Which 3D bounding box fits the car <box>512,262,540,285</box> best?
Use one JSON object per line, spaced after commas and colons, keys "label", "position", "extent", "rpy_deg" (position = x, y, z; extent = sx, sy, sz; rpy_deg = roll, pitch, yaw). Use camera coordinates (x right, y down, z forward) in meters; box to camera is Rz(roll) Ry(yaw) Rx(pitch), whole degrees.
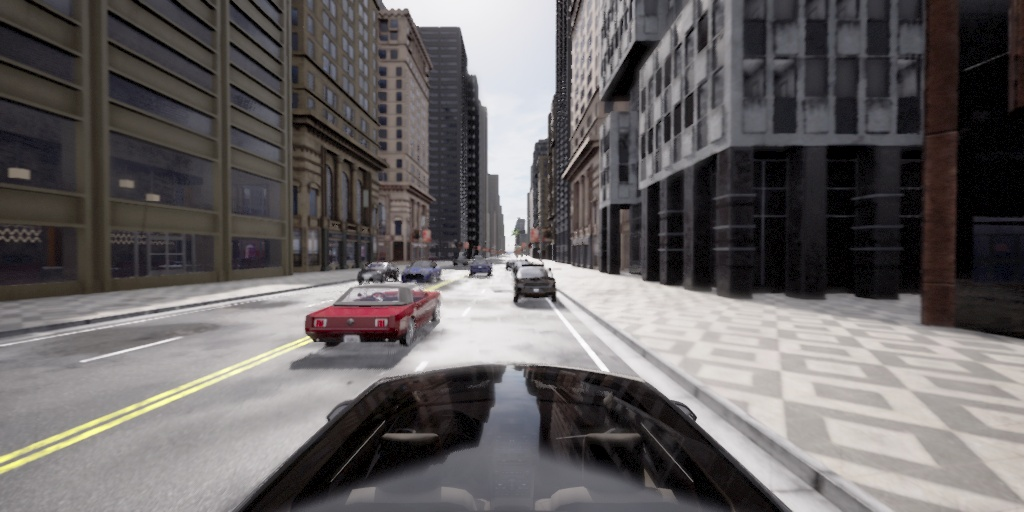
{"label": "car", "position": [0.980, 1.223, 26.968], "extent": [1.882, 1.535, 5.008], "rpy_deg": [0, 0, 0]}

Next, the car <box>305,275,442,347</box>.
{"label": "car", "position": [-3.150, 1.350, 9.298], "extent": [1.895, 1.301, 4.718], "rpy_deg": [0, 0, 0]}

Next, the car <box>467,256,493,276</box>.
{"label": "car", "position": [-3.144, 1.096, 37.515], "extent": [2.097, 1.767, 4.553], "rpy_deg": [0, 0, 0]}

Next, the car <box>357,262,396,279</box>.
{"label": "car", "position": [-9.839, 1.238, 26.726], "extent": [2.128, 1.511, 4.902], "rpy_deg": [0, 0, 0]}

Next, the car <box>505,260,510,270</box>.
{"label": "car", "position": [0.019, 1.247, 52.212], "extent": [1.837, 1.490, 4.892], "rpy_deg": [0, 0, 0]}

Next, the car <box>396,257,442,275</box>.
{"label": "car", "position": [-6.589, 1.098, 26.418], "extent": [2.097, 1.767, 4.553], "rpy_deg": [0, 0, 0]}

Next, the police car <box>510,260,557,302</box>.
{"label": "police car", "position": [0.979, 1.173, 17.077], "extent": [1.930, 1.638, 5.238], "rpy_deg": [0, 0, 0]}
